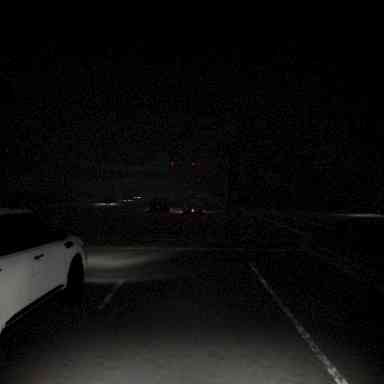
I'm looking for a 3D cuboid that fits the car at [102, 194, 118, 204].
[{"bbox_3d":[-14.083,1.197,57.070,1.837,1.490,4.892,0,1,0],"label":"car"}]

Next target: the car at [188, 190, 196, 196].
[{"bbox_3d":[-0.052,0.675,84.991,1.812,1.442,4.674,0,1,0],"label":"car"}]

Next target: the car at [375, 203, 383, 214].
[{"bbox_3d":[19.756,1.277,31.271,4.553,1.767,2.097,0,0,-2],"label":"car"}]

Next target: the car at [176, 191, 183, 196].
[{"bbox_3d":[-3.558,0.315,94.990,1.994,1.385,4.181,0,1,0],"label":"car"}]

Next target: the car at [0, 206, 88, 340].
[{"bbox_3d":[-3.427,1.209,5.105,2.150,2.045,5.566,0,0,1],"label":"car"}]

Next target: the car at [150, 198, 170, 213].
[{"bbox_3d":[-3.423,1.368,36.123,1.882,1.535,5.008,0,0,0],"label":"car"}]

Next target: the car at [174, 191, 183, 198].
[{"bbox_3d":[-3.552,0.506,84.922,2.097,1.767,4.553,0,1,0],"label":"car"}]

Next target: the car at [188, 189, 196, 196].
[{"bbox_3d":[-0.058,0.118,94.957,2.097,1.767,4.553,0,1,0],"label":"car"}]

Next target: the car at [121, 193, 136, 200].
[{"bbox_3d":[-14.044,0.941,72.207,1.837,1.490,4.892,0,1,0],"label":"car"}]

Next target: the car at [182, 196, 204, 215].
[{"bbox_3d":[0.078,1.429,31.962,1.812,1.442,4.674,0,0,0],"label":"car"}]

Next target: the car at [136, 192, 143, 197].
[{"bbox_3d":[-14.053,0.620,87.744,2.033,1.411,5.357,0,1,0],"label":"car"}]
